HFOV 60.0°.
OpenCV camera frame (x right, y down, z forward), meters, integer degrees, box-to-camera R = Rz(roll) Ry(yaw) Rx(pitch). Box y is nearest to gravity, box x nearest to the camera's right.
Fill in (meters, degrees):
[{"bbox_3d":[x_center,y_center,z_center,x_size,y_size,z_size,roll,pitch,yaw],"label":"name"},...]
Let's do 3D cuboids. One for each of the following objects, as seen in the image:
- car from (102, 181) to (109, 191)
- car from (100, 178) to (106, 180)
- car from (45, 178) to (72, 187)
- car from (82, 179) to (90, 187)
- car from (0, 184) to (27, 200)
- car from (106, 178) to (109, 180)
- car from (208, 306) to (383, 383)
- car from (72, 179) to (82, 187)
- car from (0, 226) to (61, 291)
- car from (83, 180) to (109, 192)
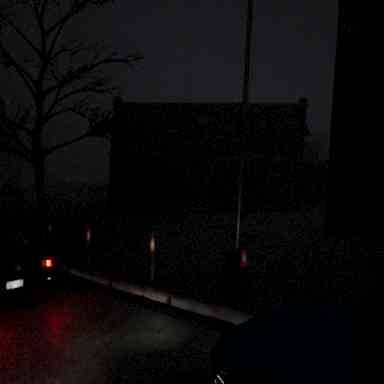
[{"bbox_3d":[-12.937,-0.722,58.590,2.033,1.411,5.357,4,3,21],"label":"car"},{"bbox_3d":[-22.963,-2.077,75.981,4.892,1.521,2.231,4,3,20],"label":"car"},{"bbox_3d":[-26.751,-1.902,65.613,4.553,1.767,2.185,4,3,20],"label":"car"},{"bbox_3d":[-24.872,-1.885,70.805,4.674,1.452,2.002,4,3,20],"label":"car"},{"bbox_3d":[-18.921,-0.050,34.192,1.882,1.535,5.008,2,2,3],"label":"car"},{"bbox_3d":[-21.059,-2.495,81.145,5.566,2.045,2.435,4,3,20],"label":"car"},{"bbox_3d":[2.418,1.483,2.076,5.008,1.535,1.882,0,0,35],"label":"car"},{"bbox_3d":[-25.833,-1.850,68.222,5.008,1.535,2.097,4,3,20],"label":"car"},{"bbox_3d":[-5.164,1.458,7.894,4.718,1.301,1.895,2,1,39],"label":"car"},{"bbox_3d":[-16.366,-0.845,57.974,1.994,1.385,4.181,4,3,21],"label":"car"}]
